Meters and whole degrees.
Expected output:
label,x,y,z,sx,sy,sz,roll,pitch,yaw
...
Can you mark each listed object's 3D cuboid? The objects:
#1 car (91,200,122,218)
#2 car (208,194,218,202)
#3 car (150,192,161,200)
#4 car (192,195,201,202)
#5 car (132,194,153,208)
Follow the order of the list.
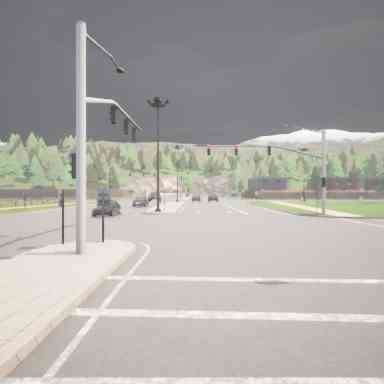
label,x,y,z,sx,sy,sz,roll,pitch,yaw
car,-7.766,1.504,30.616,1.837,1.490,4.892,0,0,1
car,4.377,1.185,69.710,2.097,1.767,4.553,0,0,1
car,-7.194,0.940,64.639,2.150,2.045,5.566,0,0,1
car,0.878,1.355,69.786,2.128,1.511,4.902,0,0,1
car,-7.509,1.489,48.638,2.128,1.511,4.902,0,0,1
